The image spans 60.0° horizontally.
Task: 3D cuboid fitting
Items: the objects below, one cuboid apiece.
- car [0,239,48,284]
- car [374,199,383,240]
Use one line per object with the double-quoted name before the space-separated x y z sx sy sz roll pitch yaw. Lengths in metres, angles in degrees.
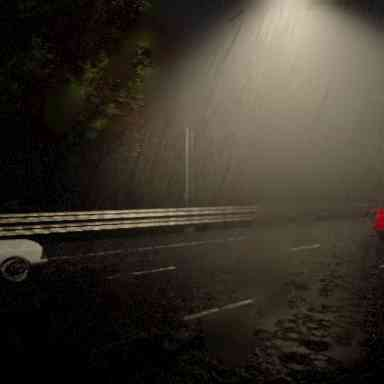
"car" -6.102 1.601 7.992 4.718 1.301 1.895 0 0 -35
"car" 10.888 1.259 15.812 5.566 2.045 2.150 0 0 -35
